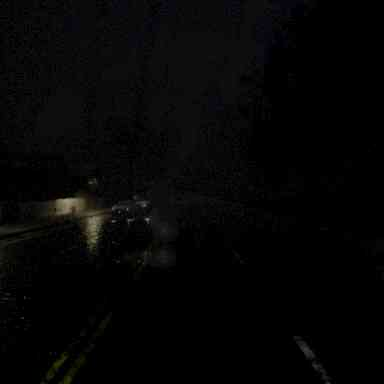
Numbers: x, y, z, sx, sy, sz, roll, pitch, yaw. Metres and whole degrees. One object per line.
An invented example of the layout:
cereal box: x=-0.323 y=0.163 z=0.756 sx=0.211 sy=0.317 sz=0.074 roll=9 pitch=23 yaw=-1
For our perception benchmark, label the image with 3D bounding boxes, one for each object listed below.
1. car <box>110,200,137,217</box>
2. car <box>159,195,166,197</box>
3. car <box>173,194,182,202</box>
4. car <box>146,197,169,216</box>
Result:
car: x=-6.598 y=1.571 z=32.577 sx=1.812 sy=1.442 sz=4.674 roll=0 pitch=0 yaw=0
car: x=-6.507 y=1.470 z=74.108 sx=1.837 sy=1.490 sz=4.892 roll=0 pitch=0 yaw=0
car: x=-3.257 y=1.498 z=75.498 sx=1.994 sy=1.385 sz=4.181 roll=0 pitch=0 yaw=0
car: x=-3.348 y=1.552 z=32.905 sx=1.837 sy=1.490 sz=4.892 roll=0 pitch=0 yaw=0
